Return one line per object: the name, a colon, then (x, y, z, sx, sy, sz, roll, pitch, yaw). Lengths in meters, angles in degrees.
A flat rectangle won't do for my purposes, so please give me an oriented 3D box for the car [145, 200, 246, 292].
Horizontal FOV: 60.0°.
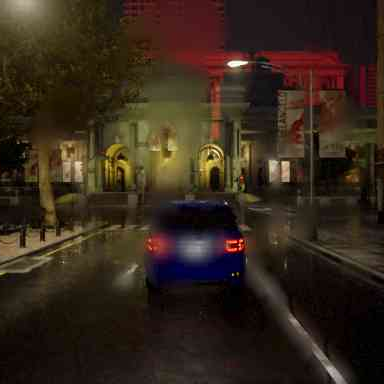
car: (0.099, 1.221, 9.078, 2.150, 2.045, 5.566, 0, 0, 1)
